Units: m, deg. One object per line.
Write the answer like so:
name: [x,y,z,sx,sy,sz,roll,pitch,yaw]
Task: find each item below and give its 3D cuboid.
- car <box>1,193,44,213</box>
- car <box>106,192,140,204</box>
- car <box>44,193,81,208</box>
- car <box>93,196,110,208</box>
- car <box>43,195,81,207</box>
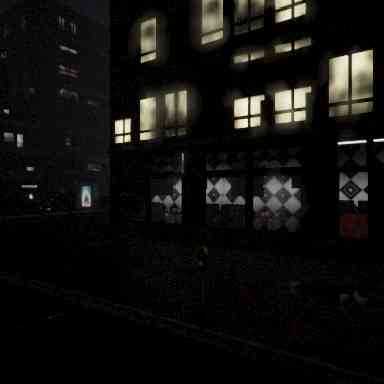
car: [-16.164,1.029,29.096,2.192,1.841,5.009,1,2,35]
car: [-9.913,0.847,48.185,1.837,1.490,4.892,0,1,35]
car: [-15.654,0.883,39.974,2.097,1.767,4.553,0,1,35]
car: [-9.815,1.072,38.199,1.947,1.339,4.313,1,2,35]
car: [-16.722,1.074,42.944,1.802,1.307,4.206,1,2,35]
